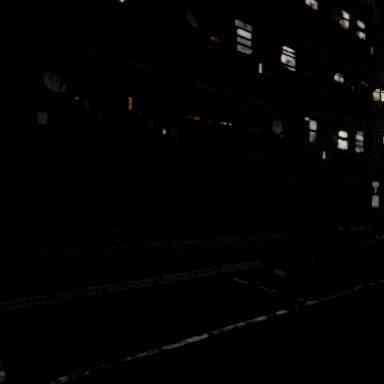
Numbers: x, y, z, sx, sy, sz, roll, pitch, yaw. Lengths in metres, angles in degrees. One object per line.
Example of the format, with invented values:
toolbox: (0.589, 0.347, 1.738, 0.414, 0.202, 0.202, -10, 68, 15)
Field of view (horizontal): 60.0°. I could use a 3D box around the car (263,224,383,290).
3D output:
car: (3.921, 1.626, 9.343, 4.313, 1.339, 1.947, 0, 1, -35)
